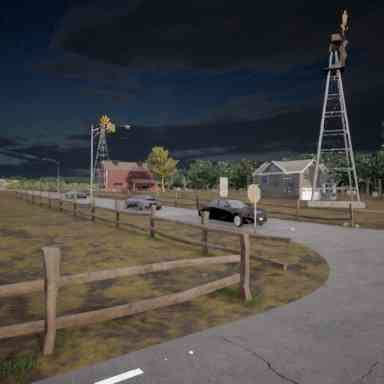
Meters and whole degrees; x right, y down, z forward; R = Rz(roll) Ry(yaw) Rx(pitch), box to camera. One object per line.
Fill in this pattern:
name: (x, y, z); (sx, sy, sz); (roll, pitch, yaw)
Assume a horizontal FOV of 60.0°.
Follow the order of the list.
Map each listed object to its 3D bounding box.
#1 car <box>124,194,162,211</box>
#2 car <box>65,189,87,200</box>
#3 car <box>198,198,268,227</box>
car: (-4.371, 0.916, 29.474); (1.994, 1.385, 4.181); (0, 1, -36)
car: (-15.835, 0.332, 45.435); (1.994, 1.385, 4.181); (0, 1, -35)
car: (2.340, 1.130, 20.111); (1.882, 1.535, 5.008); (0, 1, -35)
